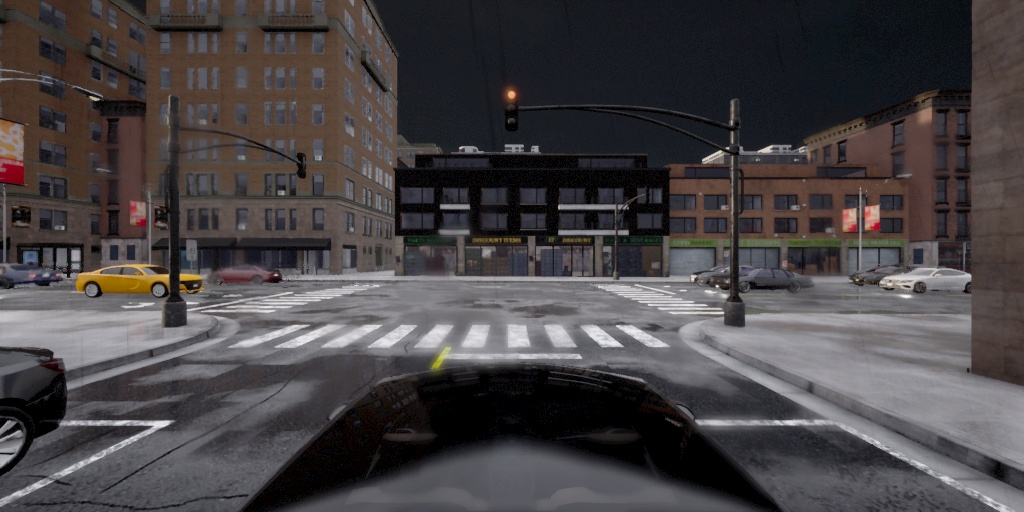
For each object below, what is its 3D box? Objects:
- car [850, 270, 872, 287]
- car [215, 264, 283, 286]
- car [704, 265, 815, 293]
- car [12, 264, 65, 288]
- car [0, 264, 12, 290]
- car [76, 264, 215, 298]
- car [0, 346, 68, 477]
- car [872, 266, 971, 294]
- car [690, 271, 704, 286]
[{"bbox_3d":[25.771,1.395,24.256,4.892,1.490,1.837,0,0,0],"label":"car"},{"bbox_3d":[-17.803,1.235,24.030,4.181,1.385,1.994,0,0,0],"label":"car"},{"bbox_3d":[14.570,1.378,20.969,5.357,1.411,2.033,0,0,-3],"label":"car"},{"bbox_3d":[-29.435,1.164,20.715,5.357,1.411,2.033,0,0,0],"label":"car"},{"bbox_3d":[-27.855,1.150,17.277,4.674,1.442,1.812,0,0,0],"label":"car"},{"bbox_3d":[-17.789,1.149,17.328,5.008,1.535,1.882,0,0,0],"label":"car"},{"bbox_3d":[-5.387,1.316,1.844,1.948,1.339,4.313,0,0,0],"label":"car"},{"bbox_3d":[24.465,1.409,20.999,4.674,1.442,1.812,0,0,0],"label":"car"},{"bbox_3d":[14.649,1.323,24.199,4.902,1.511,2.128,0,0,0],"label":"car"}]
